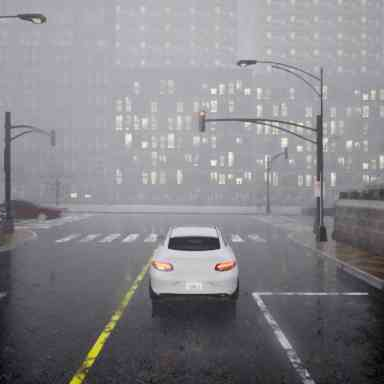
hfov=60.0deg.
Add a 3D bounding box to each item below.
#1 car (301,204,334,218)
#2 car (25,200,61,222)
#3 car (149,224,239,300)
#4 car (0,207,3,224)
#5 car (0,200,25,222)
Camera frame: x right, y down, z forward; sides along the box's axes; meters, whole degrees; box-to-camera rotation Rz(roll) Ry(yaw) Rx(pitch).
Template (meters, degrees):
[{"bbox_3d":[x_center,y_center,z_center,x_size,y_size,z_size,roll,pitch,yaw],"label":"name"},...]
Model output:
[{"bbox_3d":[12.920,1.786,31.642,4.718,1.301,1.895,1,0,-1],"label":"car"},{"bbox_3d":[-12.241,1.339,24.484,5.008,1.535,1.882,1,0,-1],"label":"car"},{"bbox_3d":[0.056,1.525,8.281,1.812,1.442,4.674,0,0,0],"label":"car"},{"bbox_3d":[-5.376,1.315,4.920,2.192,1.841,5.009,0,0,0],"label":"car"},{"bbox_3d":[-13.539,1.189,21.029,4.553,1.767,2.097,1,0,2],"label":"car"}]
